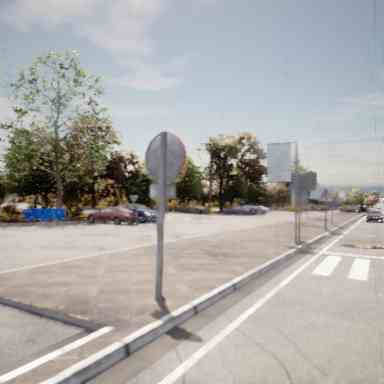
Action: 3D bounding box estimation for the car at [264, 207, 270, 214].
[{"bbox_3d":[10.156,3.059,57.212,5.008,1.535,2.097,1,-2,30],"label":"car"}]

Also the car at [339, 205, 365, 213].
[{"bbox_3d":[38.501,4.374,80.655,4.892,1.521,2.231,1,-2,30],"label":"car"}]

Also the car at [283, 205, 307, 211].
[{"bbox_3d":[25.762,4.156,84.707,5.008,1.535,2.097,1,-2,30],"label":"car"}]

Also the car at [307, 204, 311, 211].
[{"bbox_3d":[28.497,4.368,89.553,5.008,1.535,2.097,1,-2,30],"label":"car"}]

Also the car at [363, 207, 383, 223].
[{"bbox_3d":[22.931,3.031,41.806,1.837,1.490,4.892,1,-2,30],"label":"car"}]

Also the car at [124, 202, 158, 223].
[{"bbox_3d":[-5.089,1.869,30.378,4.553,1.767,2.185,1,-2,29],"label":"car"}]

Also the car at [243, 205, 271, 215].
[{"bbox_3d":[11.715,3.208,59.945,4.674,1.452,2.002,1,-2,30],"label":"car"}]

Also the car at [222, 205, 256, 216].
[{"bbox_3d":[6.934,2.873,51.513,4.674,1.452,2.002,1,-2,30],"label":"car"}]

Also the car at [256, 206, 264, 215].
[{"bbox_3d":[8.552,2.947,54.361,4.892,1.521,2.231,1,-2,30],"label":"car"}]

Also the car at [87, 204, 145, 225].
[{"bbox_3d":[-6.593,1.927,27.582,4.674,1.452,2.002,1,-2,29],"label":"car"}]
